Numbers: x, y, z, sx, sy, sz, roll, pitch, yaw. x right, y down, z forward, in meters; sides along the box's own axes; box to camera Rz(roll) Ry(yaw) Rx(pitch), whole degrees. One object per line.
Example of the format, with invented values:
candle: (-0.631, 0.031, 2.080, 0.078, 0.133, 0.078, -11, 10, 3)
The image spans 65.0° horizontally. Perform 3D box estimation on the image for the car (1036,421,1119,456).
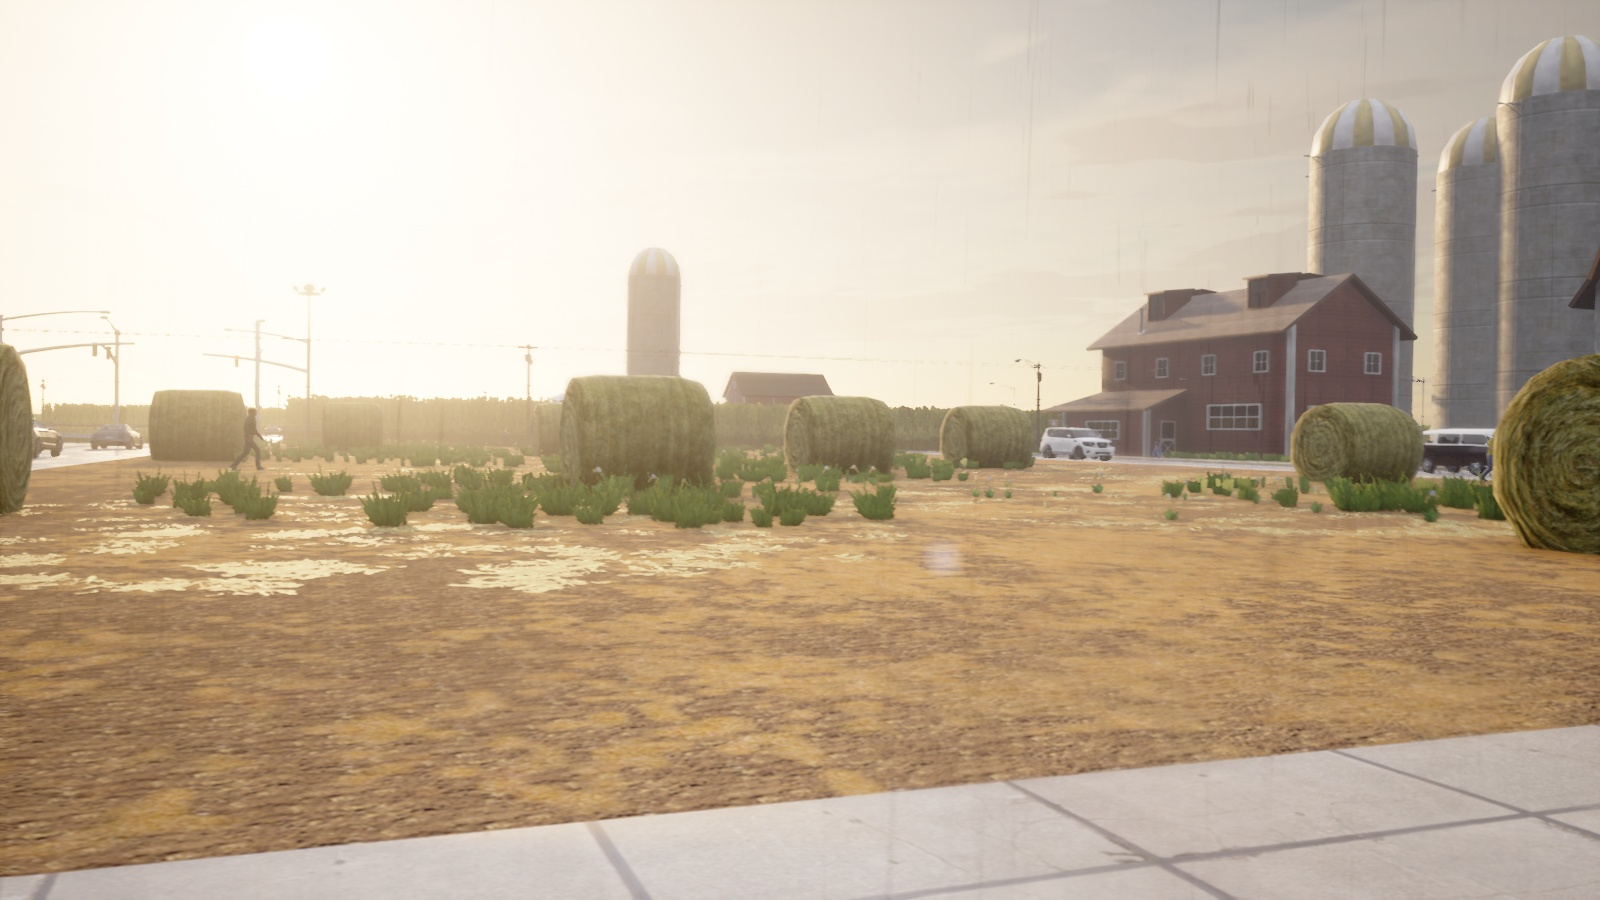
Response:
car: (16.795, -0.725, 76.283, 2.150, 2.045, 5.566, -1, 1, -22)

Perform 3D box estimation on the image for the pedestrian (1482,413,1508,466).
pedestrian: (24.227, -0.366, 43.753, 0.354, 1.836, 0.706, -1, 1, -37)

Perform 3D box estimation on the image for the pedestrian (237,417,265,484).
pedestrian: (-15.242, -0.003, 34.867, 0.614, 1.847, 0.353, 0, 1, -8)

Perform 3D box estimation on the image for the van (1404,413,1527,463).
van: (29.081, -0.551, 55.024, 2.069, 2.038, 4.480, -1, 1, -22)

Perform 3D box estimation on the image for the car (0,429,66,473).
car: (-31.225, 0.011, 50.249, 2.152, 1.651, 5.027, -1, 1, -18)

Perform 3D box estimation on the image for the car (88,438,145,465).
car: (-37.046, 0.072, 68.162, 1.994, 1.385, 4.181, -1, 1, -18)
